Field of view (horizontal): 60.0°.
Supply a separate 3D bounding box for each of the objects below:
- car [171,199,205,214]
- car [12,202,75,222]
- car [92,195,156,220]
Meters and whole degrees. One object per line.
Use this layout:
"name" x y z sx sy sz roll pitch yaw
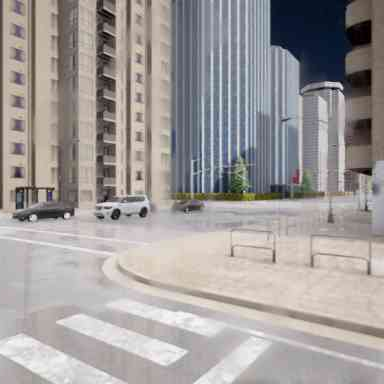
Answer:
"car" -0.403 1.560 37.249 1.837 1.490 4.892 0 0 35
"car" -11.875 1.560 26.925 1.837 1.490 4.892 0 0 36
"car" -6.019 1.277 29.182 2.150 2.045 5.566 0 0 35
